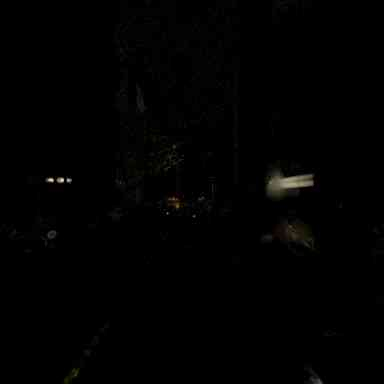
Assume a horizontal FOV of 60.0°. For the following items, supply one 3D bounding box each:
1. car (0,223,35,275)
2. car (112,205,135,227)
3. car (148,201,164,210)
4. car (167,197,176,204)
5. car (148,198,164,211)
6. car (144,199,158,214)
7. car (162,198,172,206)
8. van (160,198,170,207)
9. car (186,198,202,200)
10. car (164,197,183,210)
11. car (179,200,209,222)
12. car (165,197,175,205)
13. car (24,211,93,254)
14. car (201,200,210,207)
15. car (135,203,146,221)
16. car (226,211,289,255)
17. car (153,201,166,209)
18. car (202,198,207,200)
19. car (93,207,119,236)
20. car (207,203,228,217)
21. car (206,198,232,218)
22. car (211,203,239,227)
[{"bbox_3d":[-5.838,1.660,8.179,1.802,1.307,4.206,0,-1,0],"label":"car"},{"bbox_3d":[-5.797,1.777,24.926,1.752,1.417,4.829,0,-1,0],"label":"car"},{"bbox_3d":[-5.729,2.132,53.293,1.947,1.339,4.313,0,-1,0],"label":"car"},{"bbox_3d":[-5.634,2.390,92.768,2.192,1.841,5.009,0,-1,0],"label":"car"},{"bbox_3d":[-5.742,1.818,47.656,2.192,1.841,5.009,0,-1,0],"label":"car"},{"bbox_3d":[-5.757,1.985,42.014,1.887,1.381,4.507,0,-1,0],"label":"car"},{"bbox_3d":[-5.676,2.290,75.850,1.967,1.590,4.097,0,-1,0],"label":"car"},{"bbox_3d":[-5.689,2.117,70.212,1.690,1.788,3.998,0,-1,0],"label":"van"},{"bbox_3d":[0.202,1.942,42.665,2.128,1.511,4.902,0,-1,0],"label":"car"},{"bbox_3d":[-2.946,2.046,53.354,1.882,1.535,5.008,0,-1,1],"label":"car"},{"bbox_3d":[0.171,1.800,29.824,2.128,1.511,4.902,0,-1,0],"label":"car"},{"bbox_3d":[-5.648,2.315,87.130,2.192,1.841,5.009,0,-1,0],"label":"car"},{"bbox_3d":[-5.824,1.575,13.819,1.967,1.590,4.097,0,-1,0],"label":"car"},{"bbox_3d":[2.836,2.361,70.176,1.802,1.307,4.206,0,-1,0],"label":"car"},{"bbox_3d":[-5.784,1.881,30.736,1.947,1.339,4.313,0,-1,0],"label":"car"},{"bbox_3d":[2.701,1.704,13.793,1.947,1.339,4.313,0,-1,0],"label":"car"},{"bbox_3d":[-5.715,2.214,58.931,1.802,1.307,4.206,0,-1,0],"label":"car"},{"bbox_3d":[2.769,1.759,41.988,2.192,1.841,5.009,0,-1,0],"label":"car"},{"bbox_3d":[-5.811,1.775,19.457,1.802,1.307,4.206,0,-1,0],"label":"car"},{"bbox_3d":[2.755,1.947,36.346,1.947,1.339,4.313,0,-1,0],"label":"car"},{"bbox_3d":[2.742,1.633,30.712,2.192,1.841,5.009,0,-1,0],"label":"car"},{"bbox_3d":[2.727,1.801,25.070,1.887,1.381,4.507,0,-1,0],"label":"car"}]
